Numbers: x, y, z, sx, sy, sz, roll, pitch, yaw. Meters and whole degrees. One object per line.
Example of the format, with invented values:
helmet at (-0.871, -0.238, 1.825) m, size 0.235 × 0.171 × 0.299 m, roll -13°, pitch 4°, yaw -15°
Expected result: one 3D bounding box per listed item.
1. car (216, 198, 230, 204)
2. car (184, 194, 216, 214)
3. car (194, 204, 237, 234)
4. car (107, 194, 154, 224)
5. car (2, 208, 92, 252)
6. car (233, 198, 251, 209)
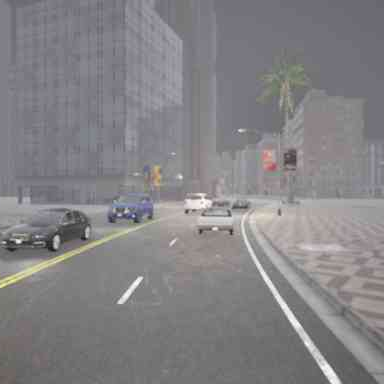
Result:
car at (4.018, 1.541, 46.732) m, size 1.895 × 1.301 × 4.718 m, roll 0°, pitch 0°, yaw 18°
car at (0.721, 1.173, 34.510) m, size 2.150 × 2.045 × 5.566 m, roll 0°, pitch 0°, yaw 13°
car at (1.469, 1.576, 19.094) m, size 1.895 × 1.301 × 4.718 m, roll 0°, pitch 0°, yaw 7°
car at (-4.420, 1.176, 24.967) m, size 2.150 × 2.045 × 5.566 m, roll 0°, pitch 0°, yaw 9°
car at (-5.789, 1.474, 13.929) m, size 1.837 × 1.490 × 4.892 m, roll 0°, pitch 0°, yaw 5°
car at (6.599, 1.517, 43.550) m, size 1.994 × 1.385 × 4.181 m, roll 0°, pitch 0°, yaw 16°
